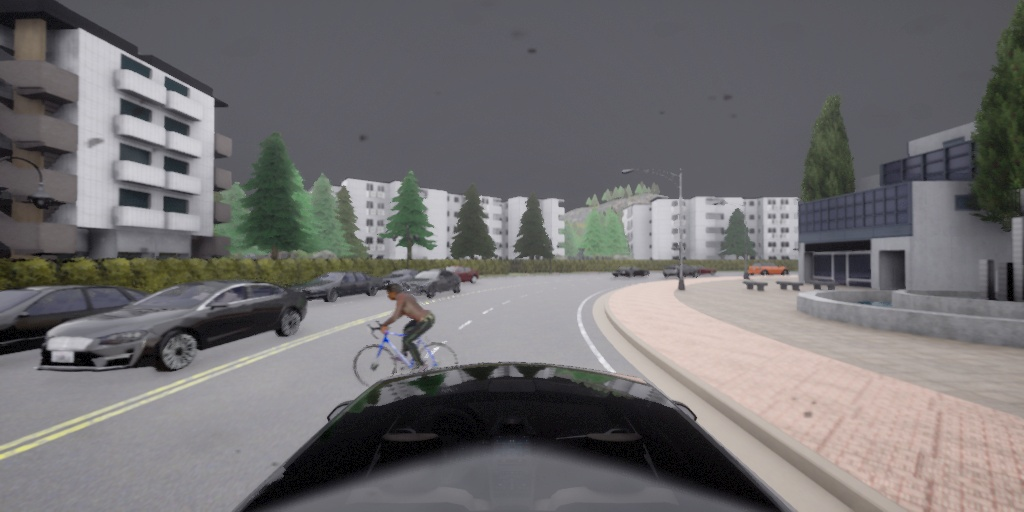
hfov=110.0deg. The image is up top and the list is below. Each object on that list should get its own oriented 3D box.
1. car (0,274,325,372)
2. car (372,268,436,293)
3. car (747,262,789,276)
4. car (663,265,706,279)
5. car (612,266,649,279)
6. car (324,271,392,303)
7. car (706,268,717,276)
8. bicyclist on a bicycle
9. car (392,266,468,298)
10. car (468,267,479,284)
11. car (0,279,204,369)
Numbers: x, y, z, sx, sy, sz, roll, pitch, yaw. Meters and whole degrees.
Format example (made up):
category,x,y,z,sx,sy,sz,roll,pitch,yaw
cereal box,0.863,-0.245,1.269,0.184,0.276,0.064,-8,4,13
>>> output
category,x,y,z,sx,sy,sz,roll,pitch,yaw
car,-6.711,1.311,7.954,2.128,1.511,4.902,0,-1,4
car,-7.096,1.565,24.028,1.994,1.385,4.181,0,-1,21
car,31.462,1.584,44.036,4.553,1.767,2.097,0,-1,-13
car,18.295,1.662,38.682,4.902,1.511,2.128,0,-1,-34
car,13.023,1.776,39.219,4.718,1.301,1.895,1,-1,-40
car,-8.756,1.485,18.418,2.033,1.411,5.357,0,-1,15
car,23.576,1.847,45.375,4.718,1.301,1.895,0,-1,-23
bicyclist on a bicycle,-1.676,1.247,5.608,1.656,1.620,0.582,-2,-1,0
car,-4.468,1.486,20.298,1.812,1.442,4.674,0,0,19
car,-4.621,1.535,28.994,1.882,1.535,5.008,0,-1,28
car,-10.279,1.367,7.982,2.033,1.411,5.357,0,-1,4
